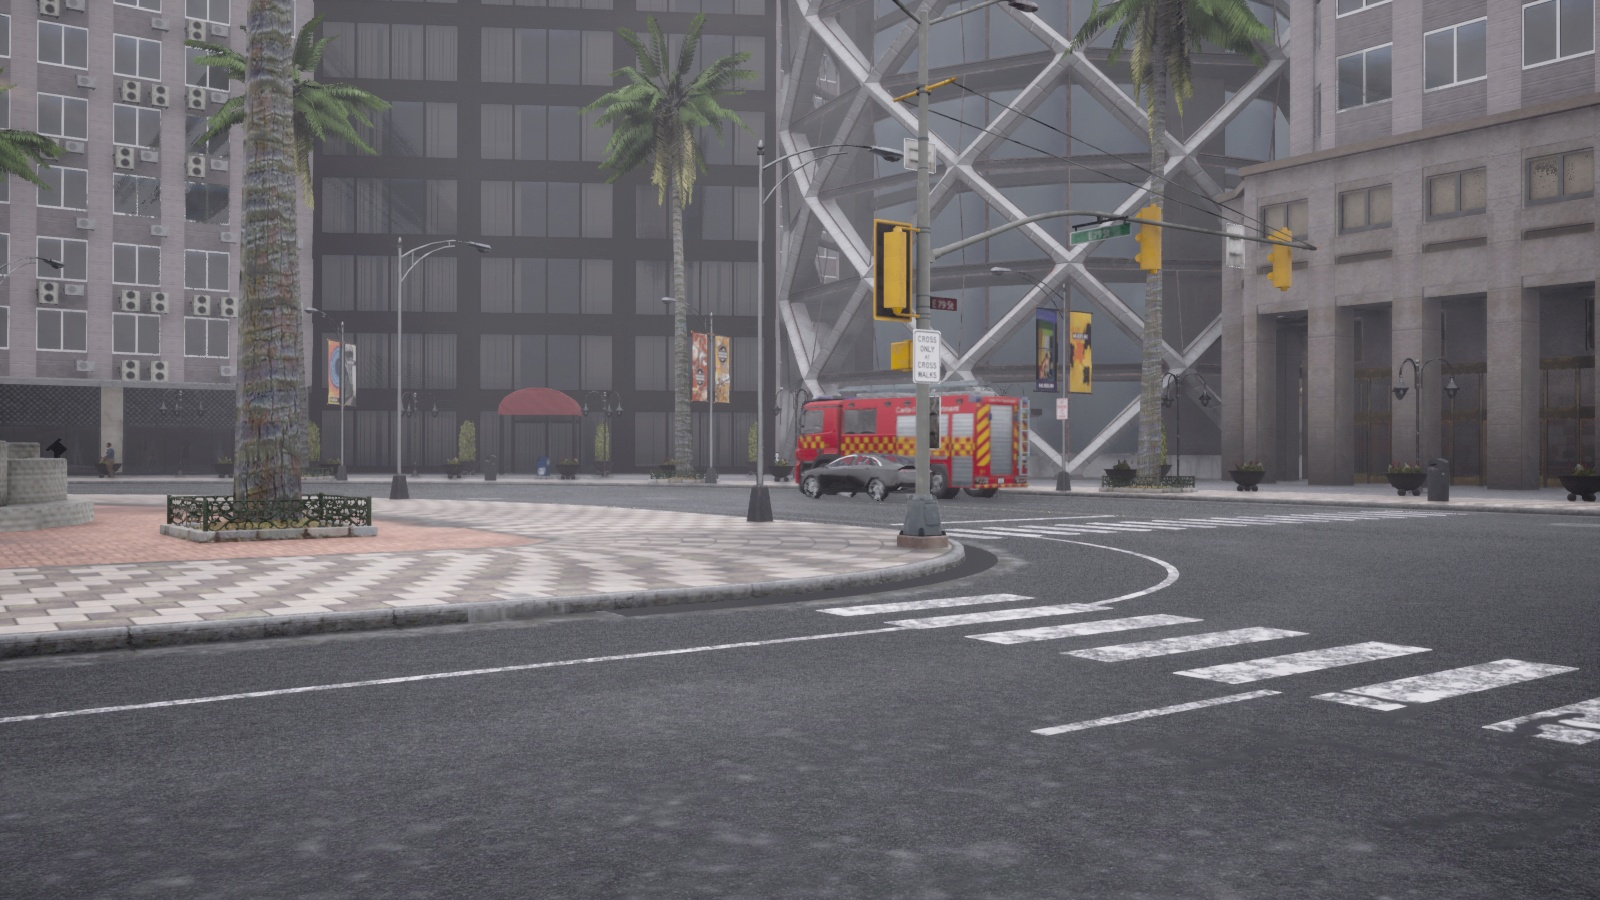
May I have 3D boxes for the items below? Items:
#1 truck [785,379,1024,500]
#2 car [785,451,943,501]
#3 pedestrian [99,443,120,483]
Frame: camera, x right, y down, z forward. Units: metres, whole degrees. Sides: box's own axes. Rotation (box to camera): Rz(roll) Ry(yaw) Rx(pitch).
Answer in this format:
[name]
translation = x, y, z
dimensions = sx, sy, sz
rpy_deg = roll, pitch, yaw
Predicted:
[truck]
translation = 3.428, -0.320, 43.608
dimensions = 2.891, 3.827, 8.468
rpy_deg = 0, 0, -44
[car]
translation = 1.983, 0.795, 40.119
dimensions = 2.128, 1.511, 4.902
rpy_deg = 0, 0, -44
[pedestrian]
translation = -33.998, 0.625, 61.835
dimensions = 0.788, 1.949, 0.423
rpy_deg = 0, 0, -11
